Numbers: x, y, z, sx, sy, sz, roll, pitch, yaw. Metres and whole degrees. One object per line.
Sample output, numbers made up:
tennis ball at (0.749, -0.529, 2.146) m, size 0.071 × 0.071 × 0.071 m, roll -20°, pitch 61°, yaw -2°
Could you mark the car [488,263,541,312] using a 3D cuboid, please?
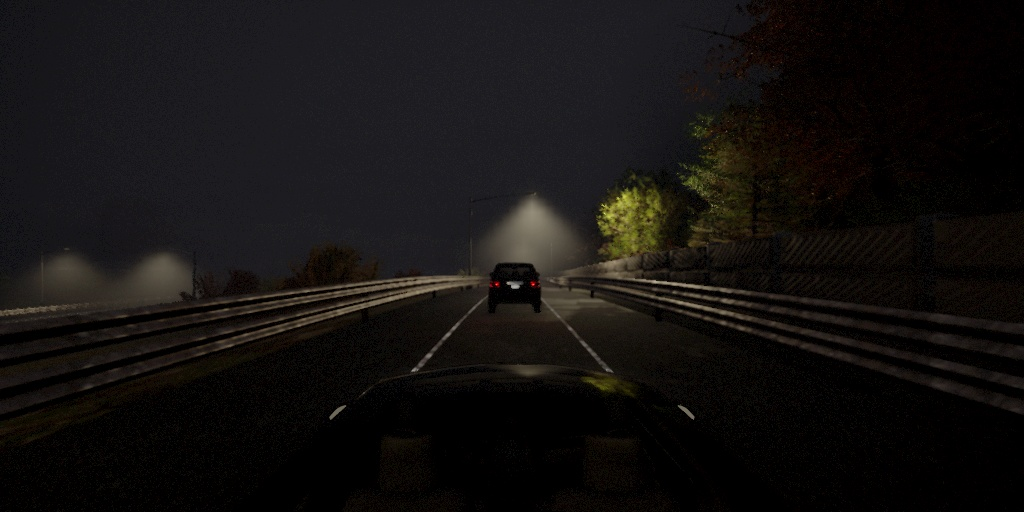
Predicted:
car at (0.125, 1.355, 16.468) m, size 2.150 × 2.045 × 5.566 m, roll 0°, pitch -2°, yaw 0°
